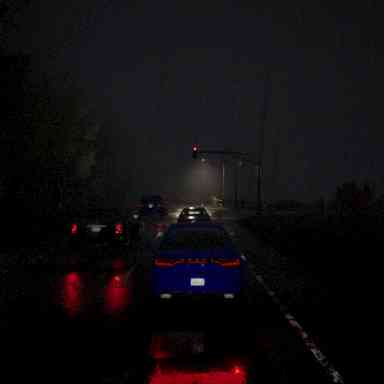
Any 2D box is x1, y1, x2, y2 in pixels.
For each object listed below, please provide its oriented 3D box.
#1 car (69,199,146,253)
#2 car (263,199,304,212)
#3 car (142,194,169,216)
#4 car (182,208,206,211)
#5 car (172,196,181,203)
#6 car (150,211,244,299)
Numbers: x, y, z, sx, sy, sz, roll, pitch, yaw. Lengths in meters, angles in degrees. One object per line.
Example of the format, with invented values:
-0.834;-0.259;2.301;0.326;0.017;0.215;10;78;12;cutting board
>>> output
-3.396;1.356;13.903;2.097;1.767;4.553;0;0;0;car
11.299;1.692;41.177;4.892;1.490;1.837;1;-1;6;car
-3.388;1.230;29.978;2.150;2.045;5.566;0;0;0;car
0.110;1.552;18.177;2.033;1.411;5.357;0;0;0;car
-3.435;1.545;72.282;2.033;1.411;5.357;0;0;0;car
0.103;1.480;8.501;1.882;1.535;5.008;0;0;0;car
